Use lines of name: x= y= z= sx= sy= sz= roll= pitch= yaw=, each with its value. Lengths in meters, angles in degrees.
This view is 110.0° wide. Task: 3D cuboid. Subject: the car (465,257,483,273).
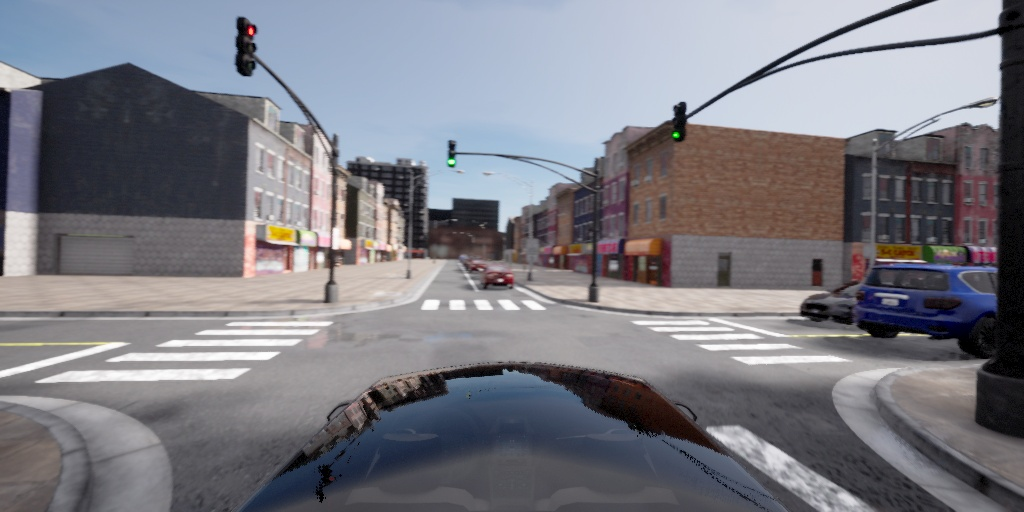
car: x=-3.672 y=1.081 z=37.968 sx=1.888 sy=1.381 sz=4.507 roll=0 pitch=0 yaw=-9

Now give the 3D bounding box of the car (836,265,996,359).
car: x=11.770 y=1.281 z=9.111 sx=5.566 sy=2.045 sz=2.150 roll=2 pitch=0 yaw=-10

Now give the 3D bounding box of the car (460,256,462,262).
car: x=-7.213 y=0.984 z=59.427 sx=1.802 sy=1.307 sz=4.207 roll=0 pitch=0 yaw=-9

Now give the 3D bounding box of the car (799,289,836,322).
car: x=12.323 y=1.588 z=12.081 sx=4.892 sy=1.490 sz=1.837 roll=1 pitch=0 yaw=-8

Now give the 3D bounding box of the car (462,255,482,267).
car: x=-4.557 y=0.815 z=43.332 sx=2.192 sy=1.841 sz=5.009 roll=0 pitch=0 yaw=-9

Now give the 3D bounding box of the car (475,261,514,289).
car: x=-1.017 y=1.196 z=21.874 sx=1.888 sy=1.381 sz=4.507 roll=0 pitch=0 yaw=-9

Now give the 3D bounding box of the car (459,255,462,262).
car: x=-8.099 y=0.922 z=64.791 sx=2.007 sy=1.370 sz=4.403 roll=0 pitch=0 yaw=-9
